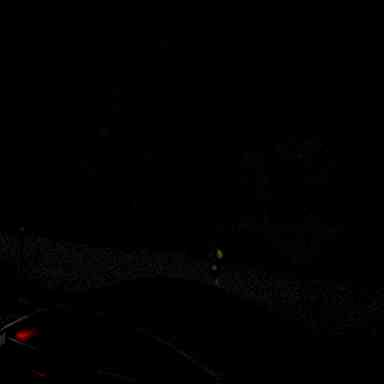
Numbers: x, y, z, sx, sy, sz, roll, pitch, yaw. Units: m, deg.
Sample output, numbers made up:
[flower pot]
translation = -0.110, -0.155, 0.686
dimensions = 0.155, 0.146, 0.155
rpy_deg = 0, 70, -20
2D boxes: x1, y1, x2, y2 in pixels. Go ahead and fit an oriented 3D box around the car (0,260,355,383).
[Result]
[car]
translation = -0.704, 1.568, 3.311
dimensions = 4.313, 1.339, 1.947
rpy_deg = 0, 0, 36
